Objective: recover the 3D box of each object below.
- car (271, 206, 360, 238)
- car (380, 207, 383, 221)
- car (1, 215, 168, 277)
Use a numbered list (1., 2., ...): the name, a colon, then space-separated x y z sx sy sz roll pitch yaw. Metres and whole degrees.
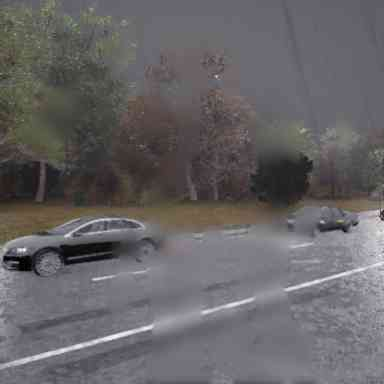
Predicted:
1. car: 6.489 1.418 17.102 5.357 1.411 2.033 -1 1 -35
2. car: 15.016 1.207 23.252 5.008 1.535 1.882 -1 1 -37
3. car: -3.087 1.488 10.332 4.902 1.511 2.128 0 0 -35
